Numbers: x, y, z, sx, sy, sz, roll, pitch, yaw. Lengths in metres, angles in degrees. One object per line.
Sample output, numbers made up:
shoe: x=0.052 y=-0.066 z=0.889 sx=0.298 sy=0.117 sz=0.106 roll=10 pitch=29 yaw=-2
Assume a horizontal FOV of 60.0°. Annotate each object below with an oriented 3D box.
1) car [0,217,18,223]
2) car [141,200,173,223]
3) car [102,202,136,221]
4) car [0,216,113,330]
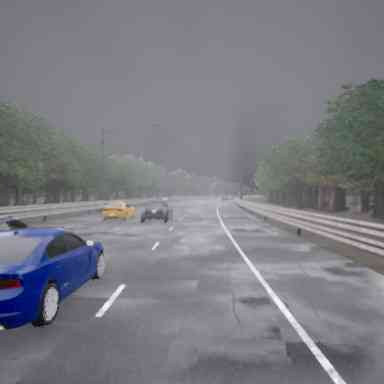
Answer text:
car: x=-6.758 y=1.584 z=11.518 sx=1.812 sy=1.442 sz=4.674 roll=0 pitch=0 yaw=1
car: x=-2.757 y=1.498 z=27.055 sx=2.097 sy=1.767 sz=4.553 roll=0 pitch=0 yaw=2
car: x=-6.191 y=1.629 z=28.694 sx=1.882 sy=1.535 sz=5.008 roll=0 pitch=0 yaw=3
car: x=-3.329 y=1.514 z=7.133 sx=1.882 sy=1.535 sz=5.008 roll=0 pitch=0 yaw=1
